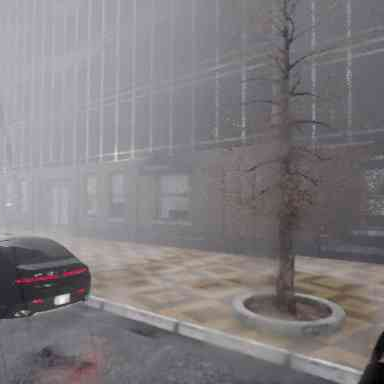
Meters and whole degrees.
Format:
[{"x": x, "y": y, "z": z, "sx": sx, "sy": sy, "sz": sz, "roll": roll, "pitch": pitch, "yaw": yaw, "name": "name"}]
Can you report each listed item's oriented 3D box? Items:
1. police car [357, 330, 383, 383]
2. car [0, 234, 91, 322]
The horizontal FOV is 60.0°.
[{"x": 3.663, "y": 1.517, "z": 1.561, "sx": 5.238, "sy": 1.638, "sz": 1.930, "roll": -1, "pitch": -2, "yaw": 37, "name": "police car"}, {"x": -4.282, "y": 1.717, "z": 7.447, "sx": 4.892, "sy": 1.490, "sz": 1.837, "roll": -1, "pitch": -2, "yaw": 37, "name": "car"}]
